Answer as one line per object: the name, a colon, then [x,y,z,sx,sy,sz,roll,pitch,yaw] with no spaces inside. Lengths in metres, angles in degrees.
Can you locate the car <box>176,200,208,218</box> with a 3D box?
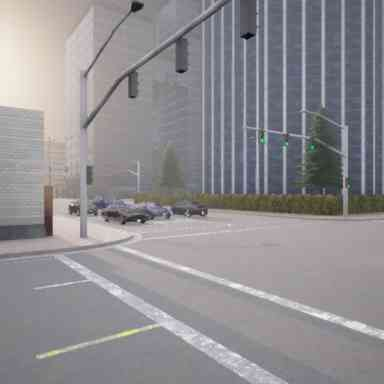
car: [-0.472,1.560,30.990,1.837,1.490,4.892,0,0,-36]

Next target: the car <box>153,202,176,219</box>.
car: [-3.644,1.581,29.099,1.812,1.442,4.674,0,0,-36]

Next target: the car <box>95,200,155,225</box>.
car: [-5.237,1.603,25.285,2.033,1.411,5.357,0,0,-36]

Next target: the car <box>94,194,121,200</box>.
car: [-9.309,1.277,36.969,2.150,2.045,5.566,0,0,-36]

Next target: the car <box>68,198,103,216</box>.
car: [-10.910,1.560,33.192,1.837,1.490,4.892,0,0,-36]
